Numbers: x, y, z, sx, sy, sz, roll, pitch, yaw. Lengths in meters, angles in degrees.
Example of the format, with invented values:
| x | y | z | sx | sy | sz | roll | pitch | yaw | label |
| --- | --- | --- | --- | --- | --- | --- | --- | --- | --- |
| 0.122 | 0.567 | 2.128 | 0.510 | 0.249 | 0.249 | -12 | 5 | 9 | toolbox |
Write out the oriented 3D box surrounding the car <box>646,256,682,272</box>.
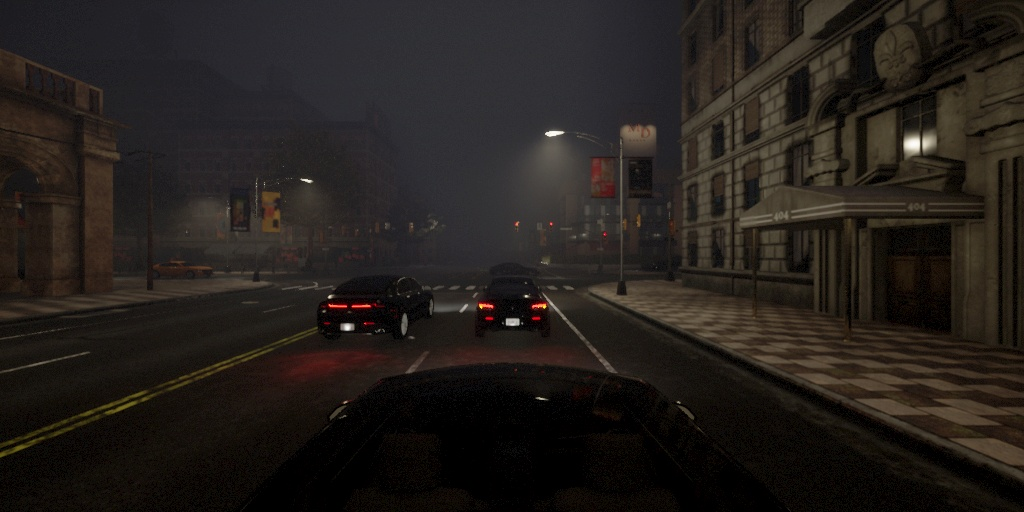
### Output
| x | y | z | sx | sy | sz | roll | pitch | yaw | label |
| --- | --- | --- | --- | --- | --- | --- | --- | --- | --- |
| 20.019 | 0.968 | 44.292 | 5.566 | 2.045 | 2.150 | 0 | 0 | 1 | car |

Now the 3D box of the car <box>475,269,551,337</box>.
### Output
| x | y | z | sx | sy | sz | roll | pitch | yaw | label |
| --- | --- | --- | --- | --- | --- | --- | --- | --- | --- |
| 0.013 | 1.275 | 10.130 | 1.812 | 1.442 | 4.674 | 0 | 0 | 0 | car |

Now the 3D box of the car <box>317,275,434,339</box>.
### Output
| x | y | z | sx | sy | sz | roll | pitch | yaw | label |
| --- | --- | --- | --- | --- | --- | --- | --- | --- | --- |
| -3.488 | 1.254 | 10.012 | 1.837 | 1.490 | 4.892 | 0 | 0 | 0 | car |

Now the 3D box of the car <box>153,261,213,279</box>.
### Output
| x | y | z | sx | sy | sz | roll | pitch | yaw | label |
| --- | --- | --- | --- | --- | --- | --- | --- | --- | --- |
| -29.956 | 1.225 | 32.453 | 5.008 | 1.535 | 1.882 | 0 | 0 | 0 | car |

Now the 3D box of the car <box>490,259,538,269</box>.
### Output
| x | y | z | sx | sy | sz | roll | pitch | yaw | label |
| --- | --- | --- | --- | --- | --- | --- | --- | --- | --- |
| 0.225 | 1.273 | 32.551 | 4.674 | 1.442 | 1.812 | 0 | 0 | 0 | car |

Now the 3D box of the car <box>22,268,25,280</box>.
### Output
| x | y | z | sx | sy | sz | roll | pitch | yaw | label |
| --- | --- | --- | --- | --- | --- | --- | --- | --- | --- |
| -40.306 | 1.225 | 32.421 | 5.008 | 1.535 | 1.882 | 0 | 0 | 0 | car |

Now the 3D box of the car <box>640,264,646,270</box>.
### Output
| x | y | z | sx | sy | sz | roll | pitch | yaw | label |
| --- | --- | --- | --- | --- | --- | --- | --- | --- | --- |
| 20.030 | 1.294 | 47.809 | 5.357 | 1.411 | 2.033 | 0 | 0 | 0 | car |
